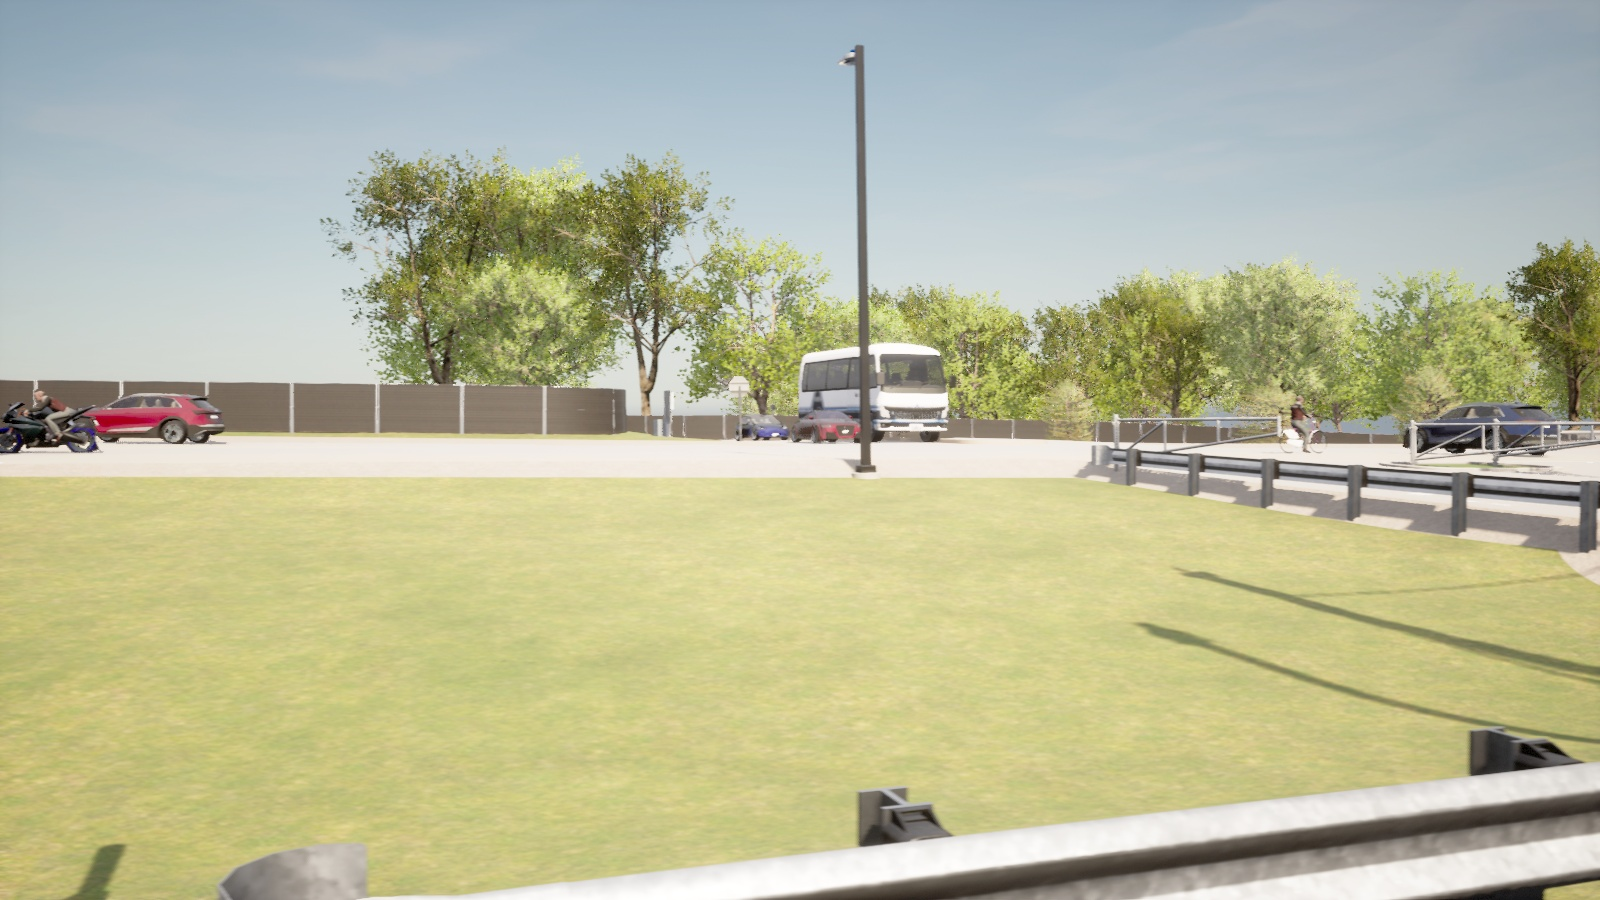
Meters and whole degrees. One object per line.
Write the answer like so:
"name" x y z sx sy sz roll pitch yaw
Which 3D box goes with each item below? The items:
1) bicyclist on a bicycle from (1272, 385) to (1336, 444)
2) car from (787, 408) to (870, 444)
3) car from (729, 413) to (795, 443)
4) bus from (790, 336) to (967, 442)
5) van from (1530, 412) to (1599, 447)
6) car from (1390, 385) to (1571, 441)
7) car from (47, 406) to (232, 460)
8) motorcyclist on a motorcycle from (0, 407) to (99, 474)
"bicyclist on a bicycle" 15.374 -1.095 38.322 1.843 1.776 0.659 -1 1 -20
"car" 1.118 -0.979 51.555 1.994 1.385 4.181 -2 2 -20
"car" -2.192 -1.197 70.395 2.163 1.488 4.792 -2 0 -21
"bus" 3.202 -2.563 55.829 3.944 4.253 10.273 -1 1 -20
"van" 49.541 -1.325 80.576 4.442 1.987 1.775 -2 1 -4
"car" 21.314 -1.123 39.581 2.033 1.649 4.856 -1 1 -21
"car" -21.259 -0.564 40.584 4.856 1.649 2.033 -1 1 -1
"motorcyclist on a motorcycle" -18.012 -0.241 29.886 2.191 1.530 0.866 -1 1 -20
